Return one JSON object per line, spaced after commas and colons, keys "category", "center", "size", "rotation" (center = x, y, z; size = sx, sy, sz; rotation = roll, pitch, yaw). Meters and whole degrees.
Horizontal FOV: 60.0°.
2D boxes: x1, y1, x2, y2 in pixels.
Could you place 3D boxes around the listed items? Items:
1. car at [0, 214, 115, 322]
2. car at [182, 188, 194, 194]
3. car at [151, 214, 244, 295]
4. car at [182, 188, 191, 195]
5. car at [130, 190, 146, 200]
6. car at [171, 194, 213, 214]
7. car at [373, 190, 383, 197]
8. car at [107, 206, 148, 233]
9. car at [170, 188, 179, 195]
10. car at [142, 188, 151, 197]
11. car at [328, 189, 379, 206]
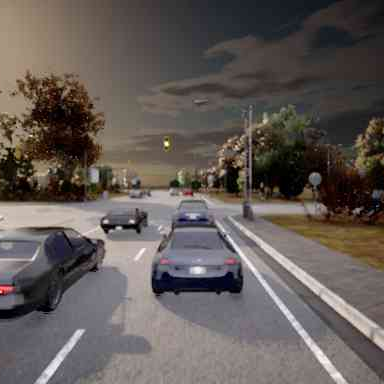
{"category": "car", "center": [-3.420, 1.486, 7.454], "size": [2.033, 1.411, 5.357], "rotation": [0, 1, 0]}
{"category": "car", "center": [-0.799, 0.057, 84.778], "size": [2.150, 2.045, 5.566], "rotation": [0, 1, -4]}
{"category": "car", "center": [0.080, 1.490, 8.560], "size": [1.994, 1.385, 4.181], "rotation": [0, 1, -1]}
{"category": "car", "center": [-1.619, -0.179, 95.424], "size": [2.097, 1.767, 4.553], "rotation": [0, 1, -7]}
{"category": "car", "center": [-10.783, 0.755, 64.452], "size": [1.994, 1.385, 4.181], "rotation": [0, 1, 0]}
{"category": "car", "center": [0.036, 1.164, 17.697], "size": [2.097, 1.767, 4.553], "rotation": [0, 1, 0]}
{"category": "car", "center": [20.411, 0.760, 39.157], "size": [5.566, 2.045, 2.150], "rotation": [0, 1, -4]}
{"category": "car", "center": [-3.485, 1.408, 18.020], "size": [1.895, 1.301, 4.718], "rotation": [0, 1, -1]}
{"category": "car", "center": [-4.347, 0.373, 85.457], "size": [1.994, 1.385, 4.181], "rotation": [0, 1, -4]}
{"category": "car", "center": [-11.079, 0.157, 79.839], "size": [2.150, 2.045, 5.566], "rotation": [0, 1, -2]}
{"category": "car", "center": [20.624, 0.717, 42.667], "size": [5.566, 2.045, 2.150], "rotation": [0, 1, -4]}
